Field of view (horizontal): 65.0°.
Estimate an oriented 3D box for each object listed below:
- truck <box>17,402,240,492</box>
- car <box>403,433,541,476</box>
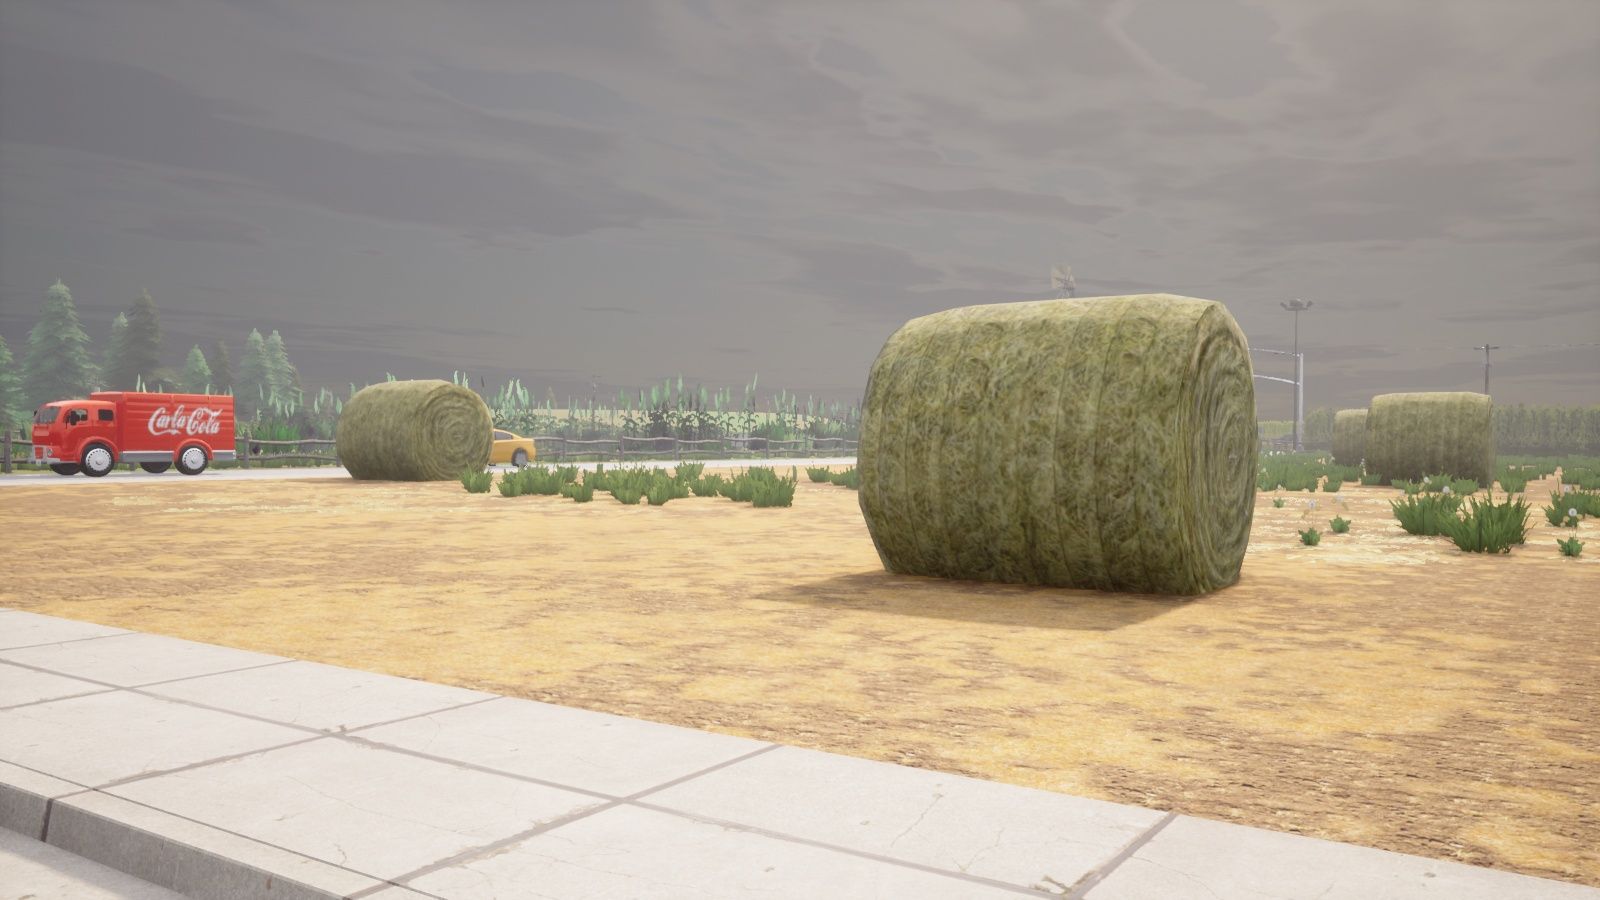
[{"bbox_3d":[-19.894,-0.120,37.444,2.627,2.467,5.204,0,1,36],"label":"truck"},{"bbox_3d":[-12.369,0.135,47.663,1.882,1.535,5.008,0,1,36],"label":"car"}]
